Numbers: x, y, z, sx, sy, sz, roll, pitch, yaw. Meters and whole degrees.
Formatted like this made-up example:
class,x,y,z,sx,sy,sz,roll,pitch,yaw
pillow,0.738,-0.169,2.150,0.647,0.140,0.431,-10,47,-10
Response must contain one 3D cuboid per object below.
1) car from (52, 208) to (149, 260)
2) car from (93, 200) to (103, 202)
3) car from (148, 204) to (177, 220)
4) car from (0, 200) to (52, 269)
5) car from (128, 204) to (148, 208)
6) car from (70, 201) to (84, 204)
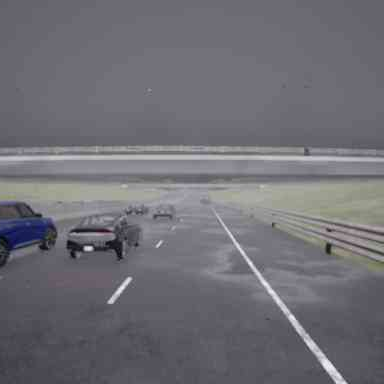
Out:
class,x,y,z,sx,sy,sz,roll,pitch,yaw
car,-3.174,1.579,12.832,2.128,1.511,4.902,0,-1,1
car,-18.900,2.344,66.374,1.837,1.490,4.892,0,-1,2
car,-2.543,1.816,31.616,2.033,1.411,5.357,0,-1,2
car,-6.720,1.292,11.448,2.150,2.045,5.566,0,-1,1
car,-5.877,1.919,36.292,1.895,1.301,4.718,0,-1,2
car,-22.436,2.367,65.462,1.994,1.385,4.181,0,-1,2
